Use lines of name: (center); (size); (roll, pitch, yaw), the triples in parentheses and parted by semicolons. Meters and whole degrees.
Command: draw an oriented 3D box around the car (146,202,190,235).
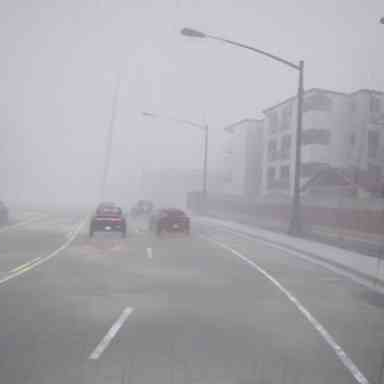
car: (-1.449, 1.673, 20.213); (1.882, 1.535, 5.008); (3, 0, -14)

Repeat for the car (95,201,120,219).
car: (-7.915, 1.610, 31.095); (2.033, 1.411, 5.357); (3, -1, -15)

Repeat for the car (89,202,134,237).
car: (-4.605, 1.532, 18.394); (2.128, 1.511, 4.902); (3, -1, -14)

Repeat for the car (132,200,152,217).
car: (-4.900, 1.570, 33.408); (2.097, 1.767, 4.553); (3, -1, -15)

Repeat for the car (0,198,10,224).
car: (-12.034, 1.087, 18.894); (2.097, 1.767, 4.553); (3, -1, -14)
